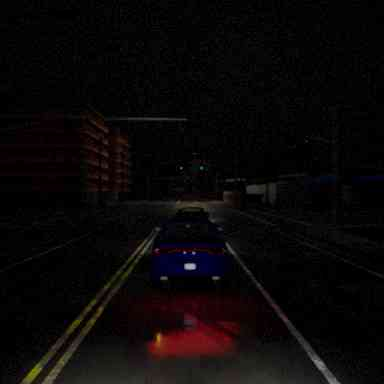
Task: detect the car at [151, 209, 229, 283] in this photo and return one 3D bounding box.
[{"bbox_3d":[-0.078,1.495,9.787,1.882,1.535,5.008,0,0,-1],"label":"car"}]
